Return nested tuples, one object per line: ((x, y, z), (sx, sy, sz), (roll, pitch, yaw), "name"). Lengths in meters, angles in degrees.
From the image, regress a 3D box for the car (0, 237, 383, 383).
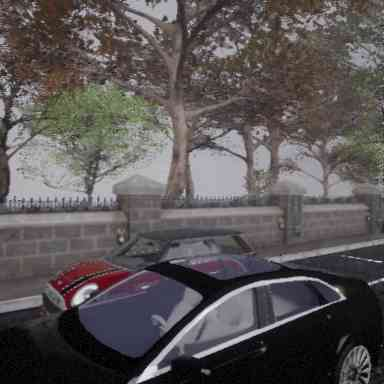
((0.048, 1.498, 3.390), (4.902, 1.511, 2.128), (0, 0, -35), "car")

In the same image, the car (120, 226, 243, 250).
((-0.550, 1.450, 6.166), (4.097, 1.590, 1.967), (0, 0, -35), "car")
